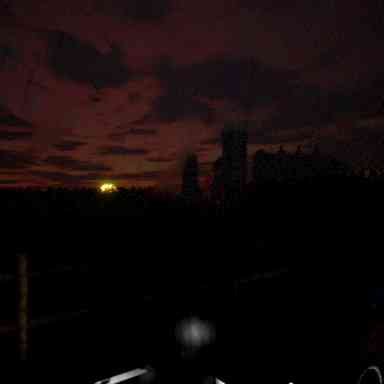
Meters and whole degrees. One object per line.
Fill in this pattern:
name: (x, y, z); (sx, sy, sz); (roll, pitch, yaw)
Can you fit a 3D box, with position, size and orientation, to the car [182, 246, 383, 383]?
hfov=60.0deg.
car: (2.518, 1.557, 4.783); (5.357, 1.411, 2.033); (0, 0, -34)
